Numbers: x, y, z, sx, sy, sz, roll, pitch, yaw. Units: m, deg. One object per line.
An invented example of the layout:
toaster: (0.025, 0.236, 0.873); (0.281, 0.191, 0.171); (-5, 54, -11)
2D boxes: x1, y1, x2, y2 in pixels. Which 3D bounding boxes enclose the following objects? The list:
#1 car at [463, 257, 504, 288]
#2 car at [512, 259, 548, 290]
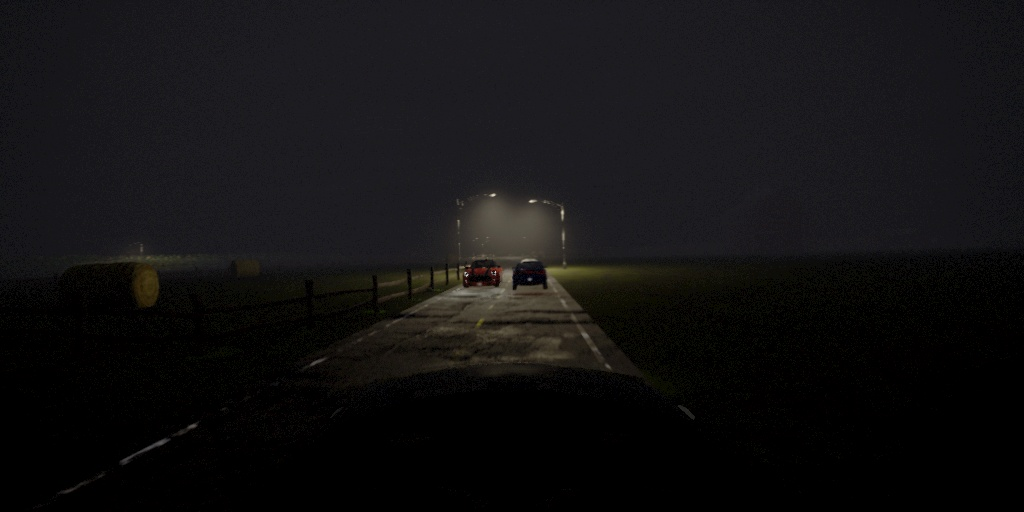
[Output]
car: (-1.726, 0.974, 22.362); (2.097, 1.767, 4.553); (-2, 1, 3)
car: (1.031, 1.007, 20.845); (1.882, 1.535, 5.008); (-2, 1, 3)
